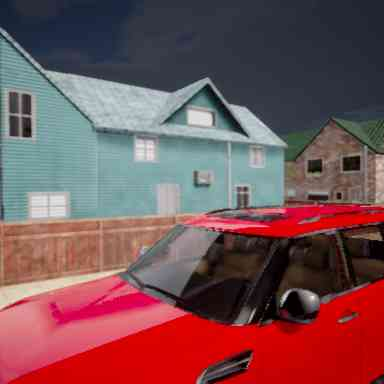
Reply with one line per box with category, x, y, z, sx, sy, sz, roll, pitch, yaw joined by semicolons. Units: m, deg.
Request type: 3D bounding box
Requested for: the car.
car;0.747;1.218;3.601;5.566;2.045;2.150;0;0;-35
